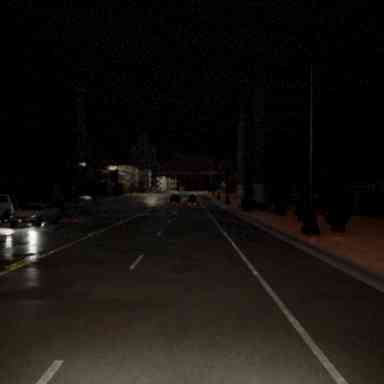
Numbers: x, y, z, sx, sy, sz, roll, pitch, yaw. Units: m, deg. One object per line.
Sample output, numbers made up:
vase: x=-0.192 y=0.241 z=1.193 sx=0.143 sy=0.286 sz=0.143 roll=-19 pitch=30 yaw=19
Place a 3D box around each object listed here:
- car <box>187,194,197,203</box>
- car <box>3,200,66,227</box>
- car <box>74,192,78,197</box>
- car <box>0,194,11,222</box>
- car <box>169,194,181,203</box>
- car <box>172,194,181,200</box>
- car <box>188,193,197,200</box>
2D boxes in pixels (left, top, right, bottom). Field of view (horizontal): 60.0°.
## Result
car: x=0.021 y=1.367 z=67.520 sx=2.128 sy=1.511 sz=4.902 roll=0 pitch=1 yaw=0
car: x=-10.570 y=1.490 z=22.771 sx=1.812 sy=1.442 sz=4.674 roll=0 pitch=0 yaw=0
car: x=-29.451 y=0.573 z=81.485 sx=1.970 sy=1.475 sz=3.806 roll=0 pitch=2 yaw=0
car: x=-14.068 y=1.176 z=21.997 sx=2.150 sy=2.045 sz=5.566 roll=0 pitch=0 yaw=0
car: x=-3.479 y=1.216 z=67.487 sx=2.097 sy=1.767 sz=4.553 roll=0 pitch=1 yaw=0
car: x=-3.476 y=1.123 z=77.576 sx=1.895 sy=1.301 sz=4.718 roll=0 pitch=2 yaw=0
car: x=0.024 y=1.088 z=77.544 sx=1.994 sy=1.385 sz=4.181 roll=0 pitch=2 yaw=0
